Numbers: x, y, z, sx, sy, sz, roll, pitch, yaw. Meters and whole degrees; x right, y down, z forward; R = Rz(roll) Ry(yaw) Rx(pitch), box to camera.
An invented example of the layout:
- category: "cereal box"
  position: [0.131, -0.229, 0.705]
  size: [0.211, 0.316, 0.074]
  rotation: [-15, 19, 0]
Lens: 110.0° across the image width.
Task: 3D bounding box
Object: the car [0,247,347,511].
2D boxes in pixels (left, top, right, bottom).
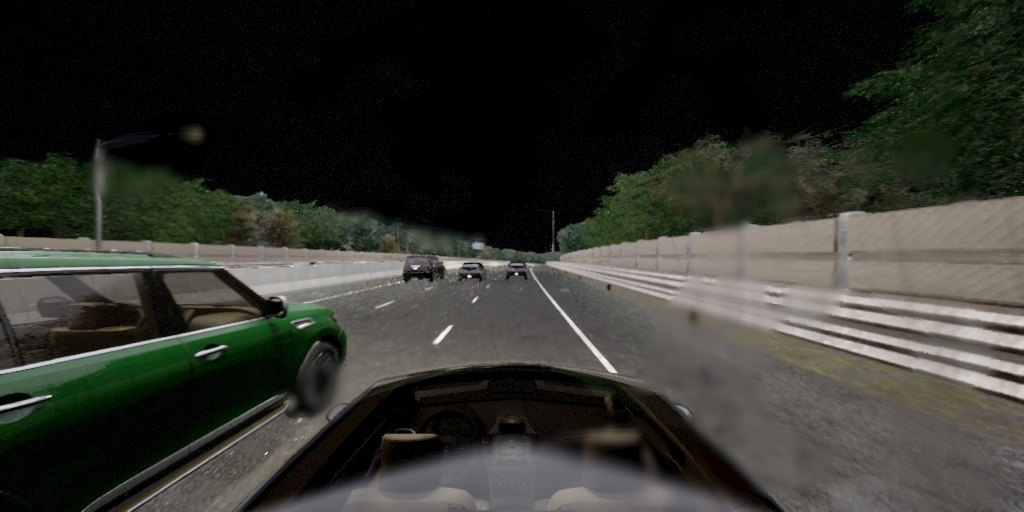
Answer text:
- category: "car"
  position: [-3.443, 0.966, 2.762]
  size: [2.150, 2.045, 5.566]
  rotation: [0, 0, 0]

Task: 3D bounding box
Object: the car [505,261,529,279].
- category: "car"
  position: [0.462, 1.280, 33.014]
  size: [1.837, 1.490, 4.892]
  rotation: [0, 0, 2]

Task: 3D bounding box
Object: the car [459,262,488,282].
- category: "car"
  position: [-3.133, 1.260, 29.212]
  size: [1.837, 1.490, 4.892]
  rotation: [0, 0, 1]

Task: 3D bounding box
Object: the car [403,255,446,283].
- category: "car"
  position: [-6.686, 0.965, 27.725]
  size: [2.150, 2.045, 5.566]
  rotation: [0, 0, 1]
